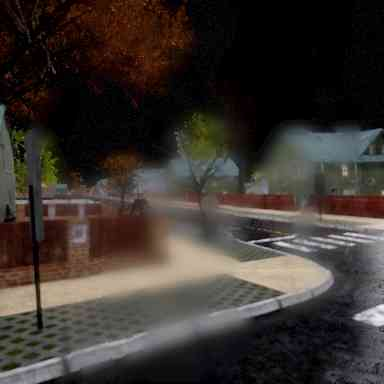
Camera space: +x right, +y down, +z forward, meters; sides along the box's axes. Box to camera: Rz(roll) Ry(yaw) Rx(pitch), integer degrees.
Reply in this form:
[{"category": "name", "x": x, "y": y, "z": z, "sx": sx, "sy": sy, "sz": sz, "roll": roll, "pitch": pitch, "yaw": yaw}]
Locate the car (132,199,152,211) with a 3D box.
[{"category": "car", "x": -6.467, "y": 1.683, "z": 42.587, "sx": 1.837, "sy": 1.490, "sz": 4.892, "roll": -3, "pitch": 1, "yaw": -22}]
